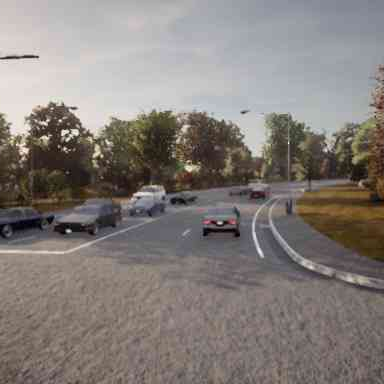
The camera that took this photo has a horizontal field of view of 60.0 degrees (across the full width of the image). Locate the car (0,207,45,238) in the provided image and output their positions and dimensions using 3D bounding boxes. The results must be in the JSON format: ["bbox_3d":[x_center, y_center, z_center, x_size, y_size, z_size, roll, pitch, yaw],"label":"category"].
[{"bbox_3d":[-9.169,1.483,17.073,1.895,1.301,4.718,0,1,9],"label":"car"}]

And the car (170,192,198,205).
[{"bbox_3d":[-0.856,0.683,37.221,1.895,1.301,4.718,0,3,18],"label":"car"}]

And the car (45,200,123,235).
[{"bbox_3d":[-5.467,1.403,18.323,2.033,1.411,5.357,0,1,8],"label":"car"}]

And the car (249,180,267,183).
[{"bbox_3d":[11.181,-1.090,55.917,2.150,2.045,5.566,0,4,30],"label":"car"}]

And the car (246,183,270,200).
[{"bbox_3d":[8.604,0.078,41.992,1.882,1.535,5.008,0,4,22],"label":"car"}]

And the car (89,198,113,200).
[{"bbox_3d":[-7.417,1.184,26.547,2.033,1.411,5.357,0,2,13],"label":"car"}]

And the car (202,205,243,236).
[{"bbox_3d":[1.679,1.408,17.679,2.033,1.411,5.357,0,1,9],"label":"car"}]

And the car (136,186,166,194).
[{"bbox_3d":[-4.655,0.384,36.795,2.150,2.045,5.566,0,3,16],"label":"car"}]

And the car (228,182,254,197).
[{"bbox_3d":[6.620,-0.156,46.778,2.128,1.511,4.902,0,4,26],"label":"car"}]

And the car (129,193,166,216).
[{"bbox_3d":[-3.583,1.101,27.561,1.812,1.442,4.674,0,2,14],"label":"car"}]
